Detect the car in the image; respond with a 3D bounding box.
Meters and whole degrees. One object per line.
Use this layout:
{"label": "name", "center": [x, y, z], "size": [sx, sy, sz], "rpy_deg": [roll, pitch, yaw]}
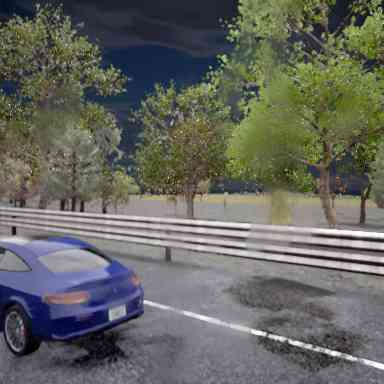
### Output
{"label": "car", "center": [-2.895, 1.497, 5.966], "size": [4.674, 1.442, 1.812], "rpy_deg": [0, 0, 36]}
